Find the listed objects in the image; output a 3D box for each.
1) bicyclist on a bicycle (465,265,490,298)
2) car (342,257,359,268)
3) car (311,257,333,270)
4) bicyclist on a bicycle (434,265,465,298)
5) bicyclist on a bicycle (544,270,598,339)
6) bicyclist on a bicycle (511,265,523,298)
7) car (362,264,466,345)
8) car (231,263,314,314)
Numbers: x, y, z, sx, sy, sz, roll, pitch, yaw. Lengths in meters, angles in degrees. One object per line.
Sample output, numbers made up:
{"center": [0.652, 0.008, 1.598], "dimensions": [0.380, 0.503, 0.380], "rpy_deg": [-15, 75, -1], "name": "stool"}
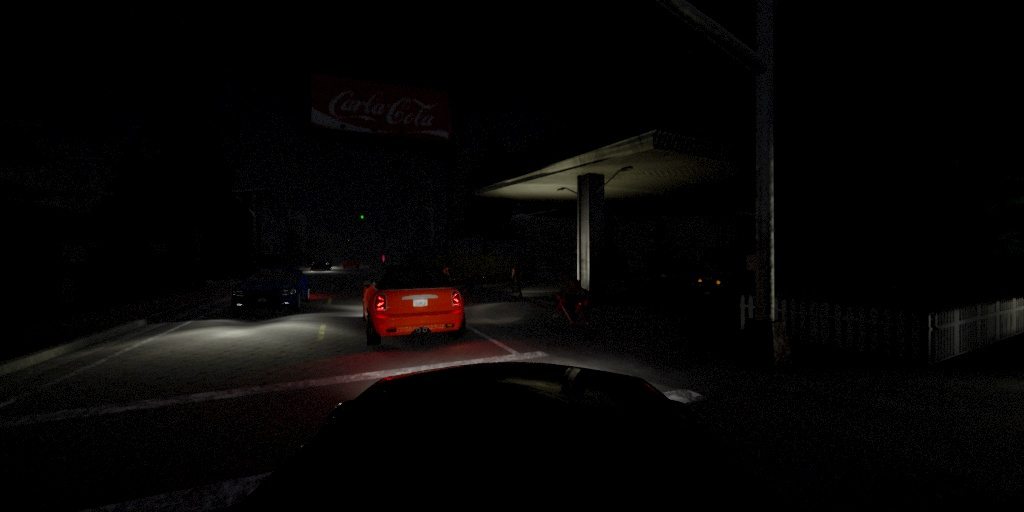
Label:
{"center": [-1.853, 1.263, 17.912], "dimensions": [1.656, 1.620, 0.582], "rpy_deg": [1, 0, -23], "name": "bicyclist on a bicycle"}
{"center": [-24.531, 0.942, 54.547], "dimensions": [2.097, 1.767, 4.553], "rpy_deg": [0, 0, -26], "name": "car"}
{"center": [-24.747, 0.960, 46.477], "dimensions": [2.097, 1.767, 4.553], "rpy_deg": [0, 0, -25], "name": "car"}
{"center": [-3.117, 1.232, 16.490], "dimensions": [1.656, 1.620, 0.582], "rpy_deg": [1, 0, 35], "name": "bicyclist on a bicycle"}
{"center": [1.450, 1.179, 8.915], "dimensions": [0.582, 1.620, 1.656], "rpy_deg": [3, -2, -44], "name": "bicyclist on a bicycle"}
{"center": [0.251, 1.267, 18.092], "dimensions": [0.582, 1.620, 1.656], "rpy_deg": [0, 0, 14], "name": "bicyclist on a bicycle"}
{"center": [-2.779, 1.000, 9.478], "dimensions": [2.097, 1.767, 4.553], "rpy_deg": [0, 0, -24], "name": "car"}
{"center": [-8.880, 1.145, 13.525], "dimensions": [1.882, 1.535, 5.008], "rpy_deg": [1, -1, -25], "name": "car"}
